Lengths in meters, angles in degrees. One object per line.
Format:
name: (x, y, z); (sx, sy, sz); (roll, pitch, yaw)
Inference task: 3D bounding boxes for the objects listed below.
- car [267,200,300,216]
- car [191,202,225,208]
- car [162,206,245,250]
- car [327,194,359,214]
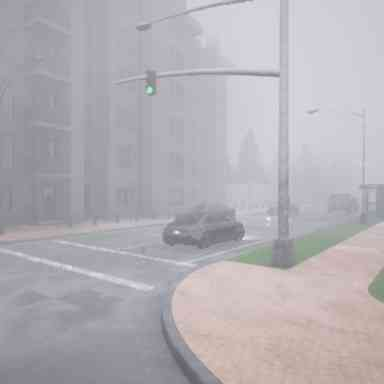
car: (8.668, 1.473, 31.268); (1.812, 1.442, 4.674); (0, 0, 36)
car: (0.893, 1.426, 20.870); (1.882, 1.535, 5.008); (0, 0, 37)
car: (0.612, 1.534, 14.469); (1.994, 1.385, 4.181); (0, 0, 37)
car: (16.002, 1.217, 35.125); (2.150, 2.045, 5.566); (0, 0, 37)
